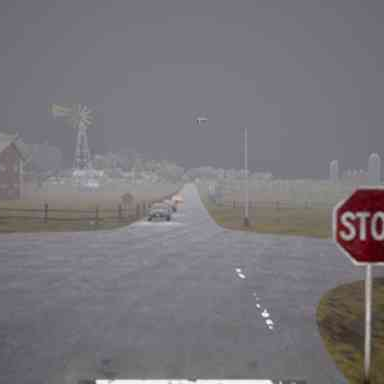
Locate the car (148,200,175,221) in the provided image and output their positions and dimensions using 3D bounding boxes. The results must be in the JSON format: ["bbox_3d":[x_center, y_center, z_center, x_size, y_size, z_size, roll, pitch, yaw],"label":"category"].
[{"bbox_3d":[-2.810,1.722,29.997,1.837,1.490,4.892,0,0,0],"label":"car"}]

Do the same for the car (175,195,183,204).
[{"bbox_3d":[-2.707,1.358,60.735,1.882,1.535,5.008,0,1,1],"label":"car"}]

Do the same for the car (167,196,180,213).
[{"bbox_3d":[-2.796,1.650,40.217,1.882,1.535,5.008,0,1,0],"label":"car"}]
